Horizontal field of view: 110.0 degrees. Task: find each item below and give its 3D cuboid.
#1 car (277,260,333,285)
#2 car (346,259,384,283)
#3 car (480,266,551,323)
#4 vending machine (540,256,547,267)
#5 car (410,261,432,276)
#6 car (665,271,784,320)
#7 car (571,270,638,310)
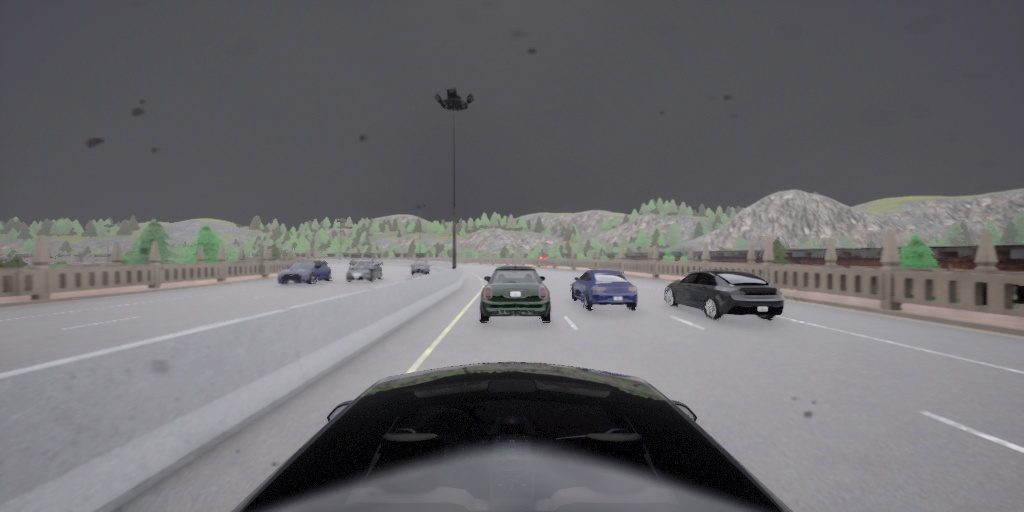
[{"bbox_3d":[-14.656,1.100,25.632,2.097,1.767,4.553,0,0,-6],"label":"car"},{"bbox_3d":[-11.375,1.240,27.937,2.128,1.511,4.902,0,0,-8],"label":"car"},{"bbox_3d":[0.096,1.101,12.315,2.097,1.767,4.553,0,0,0],"label":"car"},{"bbox_3d":[5.528,0.938,62.813,1.100,2.100,0.880,0,0,-23],"label":"vending machine"},{"bbox_3d":[-9.364,1.253,37.043,1.837,1.490,4.892,0,0,-12],"label":"car"},{"bbox_3d":[7.096,1.254,12.574,1.837,1.490,4.892,0,0,0],"label":"car"},{"bbox_3d":[3.587,1.274,14.468,1.812,1.442,4.674,0,0,0],"label":"car"}]
